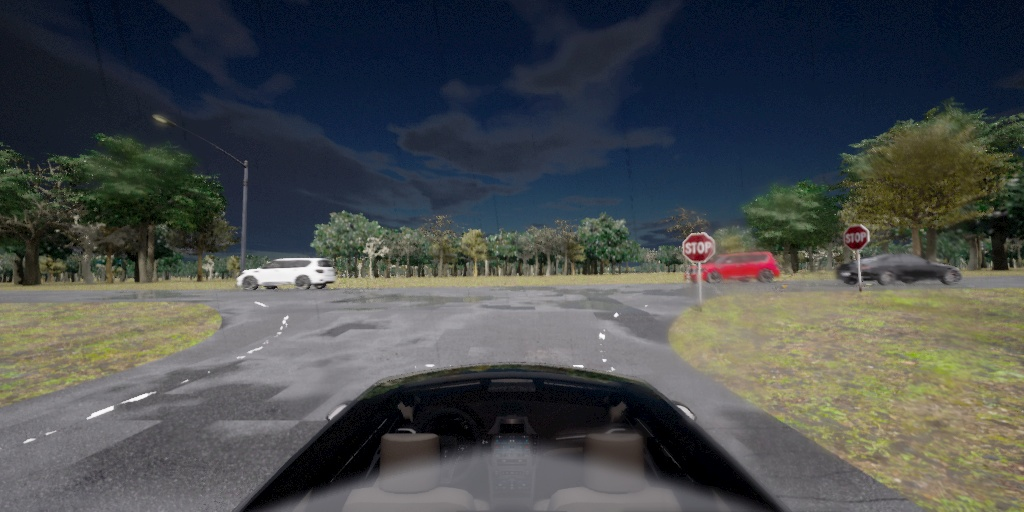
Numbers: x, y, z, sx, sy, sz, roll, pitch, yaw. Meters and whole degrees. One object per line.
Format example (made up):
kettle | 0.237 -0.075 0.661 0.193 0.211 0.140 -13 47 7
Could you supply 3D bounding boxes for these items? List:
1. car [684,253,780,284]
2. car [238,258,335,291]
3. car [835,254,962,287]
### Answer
car | 14.272 0.884 23.394 5.566 2.045 2.150 -2 -3 -1
car | -14.410 1.197 23.169 5.566 2.045 2.150 -1 -3 1
car | 17.558 0.637 16.455 4.674 1.442 1.812 -1 -3 -1
